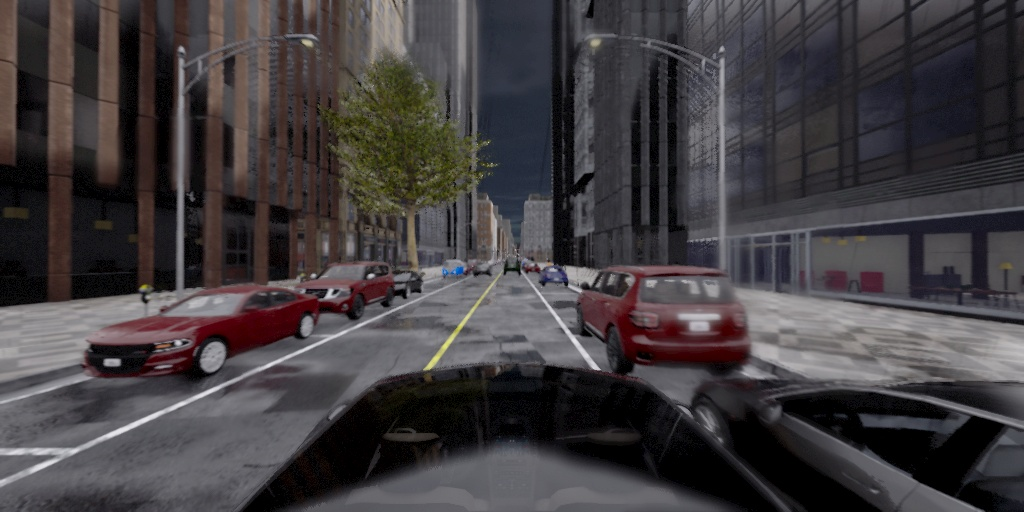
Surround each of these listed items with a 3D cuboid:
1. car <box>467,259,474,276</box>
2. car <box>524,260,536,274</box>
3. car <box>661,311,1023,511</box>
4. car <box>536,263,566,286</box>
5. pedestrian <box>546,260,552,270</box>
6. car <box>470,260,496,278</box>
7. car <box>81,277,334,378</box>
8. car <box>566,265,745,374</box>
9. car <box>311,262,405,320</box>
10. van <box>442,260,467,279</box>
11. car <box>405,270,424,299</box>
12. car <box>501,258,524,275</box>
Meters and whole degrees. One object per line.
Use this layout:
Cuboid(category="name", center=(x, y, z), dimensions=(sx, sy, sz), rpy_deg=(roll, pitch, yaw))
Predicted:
Cuboid(category="car", center=(-5.844, 1.448, 41.335), dimensions=(1.967, 1.591, 4.097), rpy_deg=(0, 0, 0))
Cuboid(category="car", center=(2.684, 1.596, 46.958), dimensions=(1.888, 1.381, 4.507), rpy_deg=(0, 0, 0))
Cuboid(category="car", center=(2.667, 1.316, 1.850), dimensions=(1.948, 1.339, 4.313), rpy_deg=(0, 0, 0))
Cuboid(category="car", center=(3.009, 1.422, 26.534), dimensions=(1.812, 1.442, 4.674), rpy_deg=(0, 0, 0))
Cuboid(category="pedestrian", center=(3.010, 1.208, 29.372), dimensions=(0.375, 1.860, 0.375), rpy_deg=(0, 0, -15))
Cuboid(category="car", center=(-3.077, 1.493, 38.557), dimensions=(1.837, 1.490, 4.892), rpy_deg=(0, -1, 0))
Cuboid(category="car", center=(-5.856, 1.329, 7.500), dimensions=(1.888, 1.381, 4.507), rpy_deg=(0, 0, 0))
Cuboid(category="car", center=(2.669, 1.097, 7.489), dimensions=(2.192, 1.841, 5.009), rpy_deg=(0, 0, 0))
Cuboid(category="car", center=(-5.854, 1.131, 13.140), dimensions=(2.192, 1.841, 5.009), rpy_deg=(0, 0, 0))
Cuboid(category="van", center=(-5.846, 1.306, 35.695), dimensions=(1.690, 1.789, 3.998), rpy_deg=(0, 0, 0))
Cuboid(category="car", center=(-5.852, 1.414, 18.780), dimensions=(1.948, 1.339, 4.313), rpy_deg=(0, 0, 0))
Cuboid(category="car", center=(0.043, 1.257, 44.583), dimensions=(2.150, 2.045, 5.566), rpy_deg=(0, 0, 0))
